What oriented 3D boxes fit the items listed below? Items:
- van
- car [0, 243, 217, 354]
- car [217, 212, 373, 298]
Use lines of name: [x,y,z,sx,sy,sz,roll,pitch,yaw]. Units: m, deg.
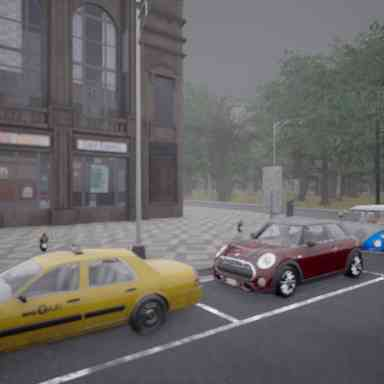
van: [6.910,1.326,11.585,3.998,1.788,1.690,0,0,-36]
car: [-2.079,1.524,5.168,4.829,1.417,1.752,0,0,-36]
car: [2.484,1.432,8.426,4.097,1.590,1.967,0,0,-36]
